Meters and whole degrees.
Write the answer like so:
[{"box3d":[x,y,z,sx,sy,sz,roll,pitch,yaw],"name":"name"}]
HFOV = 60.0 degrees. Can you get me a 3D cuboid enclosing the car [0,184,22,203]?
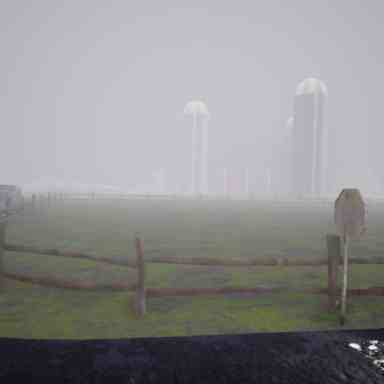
[{"box3d":[-21.129,0.128,38.033,2.150,2.045,5.566,2,1,-13],"name":"car"}]
